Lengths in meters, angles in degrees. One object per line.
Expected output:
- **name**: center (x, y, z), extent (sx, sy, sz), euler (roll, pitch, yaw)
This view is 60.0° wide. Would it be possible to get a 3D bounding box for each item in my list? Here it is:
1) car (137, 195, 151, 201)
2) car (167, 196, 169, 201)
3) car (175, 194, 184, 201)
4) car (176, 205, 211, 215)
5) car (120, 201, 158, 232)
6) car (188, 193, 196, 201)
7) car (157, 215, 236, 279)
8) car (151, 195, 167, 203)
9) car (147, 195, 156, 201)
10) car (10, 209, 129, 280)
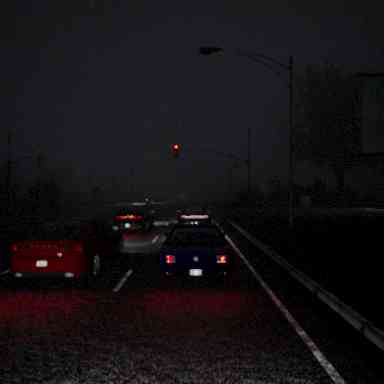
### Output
- **car**: center (-10.505, 1.555, 70.565), extent (2.128, 1.511, 4.902), euler (0, 0, 0)
- **car**: center (-7.003, 1.631, 86.100), extent (1.895, 1.301, 4.718), euler (0, 0, 0)
- **car**: center (-3.502, 1.569, 87.328), extent (2.033, 1.411, 5.357), euler (0, 0, 0)
- **car**: center (0.109, 1.500, 19.714), extent (2.128, 1.511, 4.902), euler (0, 0, -1)
- **car**: center (-3.401, 1.513, 19.968), extent (1.837, 1.490, 4.892), euler (0, 0, 0)
- **car**: center (-0.002, 1.255, 87.358), extent (2.150, 2.045, 5.566), euler (0, 0, 0)
- **car**: center (0.100, 1.605, 10.052), extent (1.895, 1.301, 4.718), euler (0, 0, 0)
- **car**: center (-7.005, 1.582, 70.557), extent (1.994, 1.385, 4.181), euler (0, 0, 0)
- **car**: center (-10.503, 1.559, 86.140), extent (1.812, 1.442, 4.674), euler (0, 0, 0)
- **car**: center (-3.401, 1.482, 10.005), extent (1.882, 1.535, 5.008), euler (0, 0, 0)
